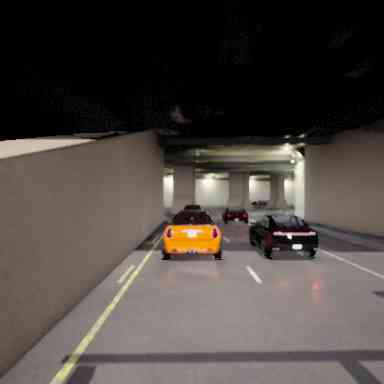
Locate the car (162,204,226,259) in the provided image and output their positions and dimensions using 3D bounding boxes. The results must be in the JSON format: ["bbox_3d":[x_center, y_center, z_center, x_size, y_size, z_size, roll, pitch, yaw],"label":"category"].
[{"bbox_3d":[0.017,1.494,13.416,2.097,1.767,4.553,0,-1,0],"label":"car"}]

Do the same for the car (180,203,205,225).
[{"bbox_3d":[0.127,1.809,28.481,1.837,1.490,4.892,0,0,3],"label":"car"}]

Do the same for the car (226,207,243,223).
[{"bbox_3d":[3.602,1.900,28.227,1.895,1.301,4.718,0,-1,3],"label":"car"}]

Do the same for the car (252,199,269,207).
[{"bbox_3d":[14.904,2.191,65.200,4.902,1.511,2.128,0,-1,-29],"label":"car"}]

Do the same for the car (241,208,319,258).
[{"bbox_3d":[3.517,1.637,13.496,2.128,1.511,4.902,0,0,0],"label":"car"}]
